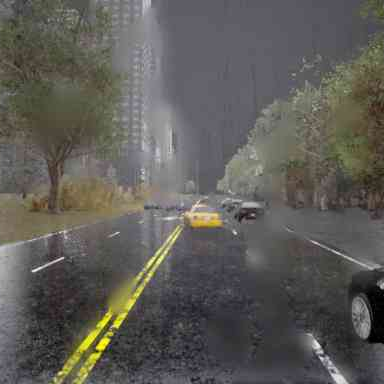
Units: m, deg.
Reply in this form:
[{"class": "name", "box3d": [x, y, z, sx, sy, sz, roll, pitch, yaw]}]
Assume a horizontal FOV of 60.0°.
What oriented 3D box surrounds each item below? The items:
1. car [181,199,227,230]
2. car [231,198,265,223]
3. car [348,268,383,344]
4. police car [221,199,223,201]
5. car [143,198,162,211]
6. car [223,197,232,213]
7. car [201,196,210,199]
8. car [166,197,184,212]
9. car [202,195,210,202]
[{"class": "car", "box3d": [0.603, 1.471, 21.222, 1.801, 1.575, 5.366, 0, 0, -7]}, {"class": "car", "box3d": [4.337, 1.443, 25.495, 1.882, 1.535, 5.008, 1, 0, 2]}, {"class": "car", "box3d": [3.370, 1.488, 3.500, 2.128, 1.511, 4.902, -1, 0, 2]}, {"class": "police car", "box3d": [5.246, 1.516, 47.492, 2.038, 1.542, 4.974, 0, 0, 2]}, {"class": "car", "box3d": [-4.855, 1.523, 41.639, 1.837, 1.490, 4.892, 0, 0, 2]}, {"class": "car", "box3d": [4.804, 1.473, 36.491, 1.837, 1.490, 4.892, 1, 0, 2]}, {"class": "car", "box3d": [2.783, 1.543, 64.465, 1.812, 1.442, 4.674, 0, 0, 3]}, {"class": "car", "box3d": [-1.752, 1.371, 38.112, 2.097, 1.767, 4.553, 0, 0, 2]}, {"class": "car", "box3d": [3.332, 1.553, 78.844, 2.033, 1.411, 5.357, 0, 0, 2]}]
